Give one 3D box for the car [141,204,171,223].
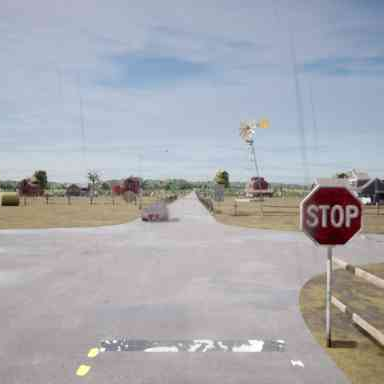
[{"bbox_3d":[-2.726,1.634,25.819,1.994,1.385,4.181,0,1,0],"label":"car"}]
